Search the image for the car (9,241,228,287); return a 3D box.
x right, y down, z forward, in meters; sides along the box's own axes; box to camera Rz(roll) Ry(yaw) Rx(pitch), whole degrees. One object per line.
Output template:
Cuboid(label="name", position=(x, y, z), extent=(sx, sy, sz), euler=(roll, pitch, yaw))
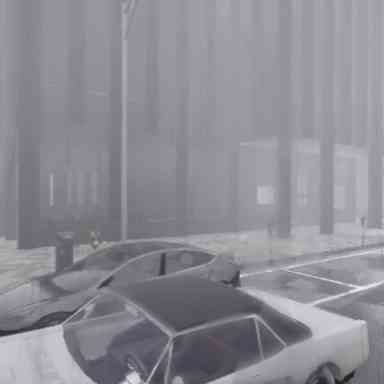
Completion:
Cuboid(label="car", position=(-1.052, 1.591, 5.789), extent=(4.313, 1.339, 1.947), euler=(1, -1, -36))

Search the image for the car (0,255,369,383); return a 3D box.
Cuboid(label="car", position=(-0.438, 1.615, 3.066), extent=(4.718, 1.301, 1.895), euler=(1, 0, -36))
